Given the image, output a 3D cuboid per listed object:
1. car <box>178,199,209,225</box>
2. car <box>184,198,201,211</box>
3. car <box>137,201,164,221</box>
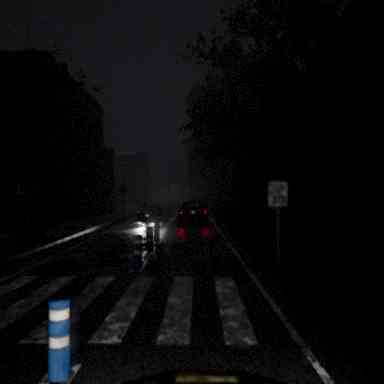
[{"bbox_3d":[0.079,1.384,24.173,2.097,1.767,4.553,0,0,0],"label":"car"},{"bbox_3d":[0.004,1.576,42.107,2.033,1.411,5.357,0,0,0],"label":"car"},{"bbox_3d":[-3.380,1.525,27.654,2.128,1.511,4.902,0,0,0],"label":"car"}]
